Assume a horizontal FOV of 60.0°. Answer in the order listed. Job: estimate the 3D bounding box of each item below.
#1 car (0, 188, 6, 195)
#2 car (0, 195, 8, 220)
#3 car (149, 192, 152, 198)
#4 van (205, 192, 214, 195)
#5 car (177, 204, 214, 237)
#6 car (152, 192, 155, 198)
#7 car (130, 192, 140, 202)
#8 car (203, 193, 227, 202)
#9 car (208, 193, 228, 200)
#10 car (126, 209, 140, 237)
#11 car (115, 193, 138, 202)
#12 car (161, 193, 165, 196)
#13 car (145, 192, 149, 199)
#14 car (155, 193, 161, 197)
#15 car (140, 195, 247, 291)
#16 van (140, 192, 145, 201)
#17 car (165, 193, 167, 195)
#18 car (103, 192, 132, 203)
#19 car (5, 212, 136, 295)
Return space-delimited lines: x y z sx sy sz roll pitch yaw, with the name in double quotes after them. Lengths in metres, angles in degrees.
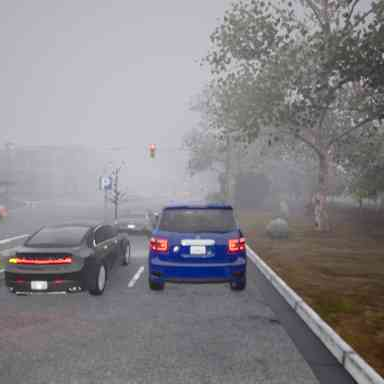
-31.079 0.117 53.834 2.002 1.452 4.674 6 -3 -19 "car"
-16.587 1.394 25.137 4.553 1.767 2.185 -1 0 -19 "car"
-12.515 1.331 77.887 4.674 1.452 2.002 -1 0 -13 "car"
4.388 1.019 65.504 4.442 1.987 1.878 1 0 -14 "van"
0.203 1.524 19.046 1.837 1.490 4.892 0 0 0 "car"
-12.139 1.329 80.888 4.674 1.452 2.002 -1 0 -13 "car"
-13.694 1.291 65.931 5.366 1.575 1.946 -1 0 -15 "car"
4.776 1.116 68.473 4.553 1.767 2.185 1 0 -14 "car"
6.591 1.098 83.170 4.553 1.767 2.185 1 0 -12 "car"
-2.816 1.582 17.588 1.994 1.385 4.181 0 0 1 "car"
-13.596 1.170 68.883 4.553 1.767 2.185 -1 0 -14 "car"
-10.859 1.032 89.875 5.566 2.045 2.435 -1 0 -12 "car"
-12.893 1.294 74.893 4.892 1.521 2.231 -1 0 -13 "car"
-11.314 1.325 86.869 4.674 1.452 2.002 -1 0 -12 "car"
0.126 1.229 9.187 2.150 2.045 5.566 0 0 0 "car"
-13.126 1.066 71.922 4.442 1.987 1.878 -1 0 -14 "van"
-10.432 1.282 92.853 5.008 1.535 2.097 -1 0 -11 "car"
-14.344 1.335 62.940 4.792 1.488 2.163 -1 0 -15 "car"
-2.877 1.512 8.702 1.837 1.490 4.892 0 0 0 "car"
